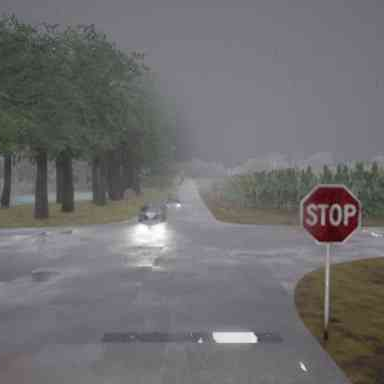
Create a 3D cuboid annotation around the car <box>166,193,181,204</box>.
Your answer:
[{"bbox_3d":[-2.753,0.898,49.753,1.837,1.490,4.892,0,2,0],"label":"car"}]

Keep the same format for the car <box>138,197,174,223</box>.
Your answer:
[{"bbox_3d":[-2.751,1.357,24.573,2.128,1.511,4.902,0,1,0],"label":"car"}]
